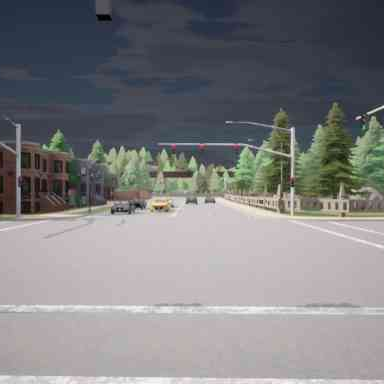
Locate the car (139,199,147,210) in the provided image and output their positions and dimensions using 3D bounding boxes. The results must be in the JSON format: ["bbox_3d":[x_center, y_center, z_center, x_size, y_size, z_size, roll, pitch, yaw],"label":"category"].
[{"bbox_3d":[-7.136,1.597,43.543,1.895,1.301,4.718,0,0,0],"label":"car"}]

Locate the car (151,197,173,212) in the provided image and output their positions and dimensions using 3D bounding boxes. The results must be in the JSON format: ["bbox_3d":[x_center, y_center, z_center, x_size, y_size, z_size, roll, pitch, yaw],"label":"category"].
[{"bbox_3d":[-3.639,1.474,38.767,1.882,1.535,5.008,0,0,0],"label":"car"}]

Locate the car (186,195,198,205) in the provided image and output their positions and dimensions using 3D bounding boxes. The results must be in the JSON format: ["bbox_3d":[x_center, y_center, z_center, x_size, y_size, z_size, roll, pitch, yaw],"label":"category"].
[{"bbox_3d":[-0.069,1.346,60.161,2.097,1.767,4.553,0,0,0],"label":"car"}]

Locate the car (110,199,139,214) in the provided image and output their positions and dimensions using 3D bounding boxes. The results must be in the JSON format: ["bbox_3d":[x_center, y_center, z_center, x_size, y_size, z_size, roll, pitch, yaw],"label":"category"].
[{"bbox_3d":[-7.137,1.561,34.791,1.994,1.385,4.181,0,0,0],"label":"car"}]

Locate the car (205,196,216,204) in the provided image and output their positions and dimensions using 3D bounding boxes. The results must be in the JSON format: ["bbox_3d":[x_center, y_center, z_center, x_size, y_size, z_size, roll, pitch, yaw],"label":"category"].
[{"bbox_3d":[3.526,1.558,65.142,1.994,1.385,4.181,0,0,0],"label":"car"}]
